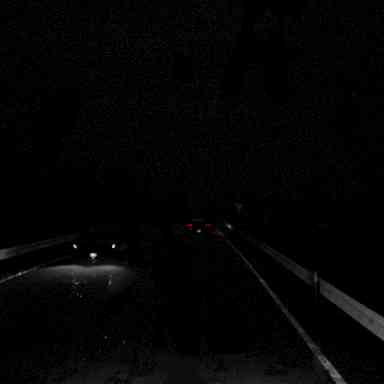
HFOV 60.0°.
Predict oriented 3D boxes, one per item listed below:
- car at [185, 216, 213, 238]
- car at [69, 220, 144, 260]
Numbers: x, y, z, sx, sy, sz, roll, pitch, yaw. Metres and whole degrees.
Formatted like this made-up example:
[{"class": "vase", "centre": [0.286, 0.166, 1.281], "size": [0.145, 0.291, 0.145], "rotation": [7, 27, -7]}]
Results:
[{"class": "car", "centre": [0.510, 2.446, 23.745], "size": [1.812, 1.442, 4.674], "rotation": [0, -3, 1]}, {"class": "car", "centre": [-3.312, 1.909, 14.087], "size": [2.033, 1.411, 5.357], "rotation": [0, -3, 2]}]
